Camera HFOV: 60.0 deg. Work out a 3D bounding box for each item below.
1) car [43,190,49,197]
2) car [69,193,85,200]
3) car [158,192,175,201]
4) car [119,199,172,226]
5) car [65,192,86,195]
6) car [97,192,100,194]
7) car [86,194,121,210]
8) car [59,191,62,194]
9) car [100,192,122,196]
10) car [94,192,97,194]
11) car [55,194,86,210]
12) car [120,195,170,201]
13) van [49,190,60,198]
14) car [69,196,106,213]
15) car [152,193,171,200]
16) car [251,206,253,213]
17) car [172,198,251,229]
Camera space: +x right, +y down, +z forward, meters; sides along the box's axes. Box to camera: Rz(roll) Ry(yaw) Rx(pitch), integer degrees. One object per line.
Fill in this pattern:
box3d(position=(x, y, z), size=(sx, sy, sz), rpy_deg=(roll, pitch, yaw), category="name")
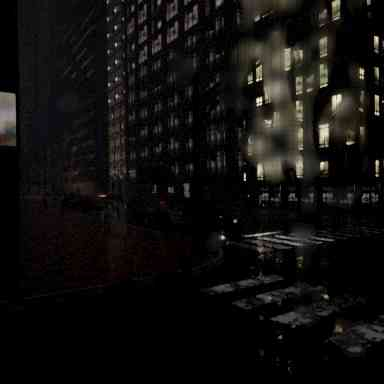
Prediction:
box3d(position=(-35.712, 0.688, 84.621), size=(2.008, 1.369, 4.403), rpy_deg=(-1, 1, -35), category="car")
box3d(position=(-22.903, 0.889, 66.045), size=(1.887, 1.381, 4.507), rpy_deg=(-1, 1, -35), category="car")
box3d(position=(-3.688, 0.963, 38.177), size=(2.192, 1.841, 5.009), rpy_deg=(-1, 1, -35), category="car")
box3d(position=(-2.930, 1.455, 22.371), size=(2.008, 1.369, 4.403), rpy_deg=(-1, 1, -35), category="car")
box3d(position=(-15.912, 1.132, 45.782), size=(1.837, 1.490, 4.892), rpy_deg=(-1, 1, -34), category="car")
box3d(position=(-15.992, 0.795, 56.750), size=(2.097, 1.767, 4.553), rpy_deg=(-1, 1, -35), category="car")
box3d(position=(-10.035, 1.246, 37.189), size=(1.812, 1.442, 4.674), rpy_deg=(-1, 1, -35), category="car")
box3d(position=(-26.105, 0.733, 70.688), size=(1.967, 1.590, 4.097), rpy_deg=(-1, 1, -35), category="car")
box3d(position=(-12.007, 1.009, 51.033), size=(1.837, 1.490, 4.892), rpy_deg=(-1, 1, -35), category="car")
box3d(position=(-17.736, 1.052, 53.994), size=(2.033, 1.411, 5.357), rpy_deg=(-1, 1, -35), category="car")
box3d(position=(-13.766, 1.289, 38.034), size=(2.008, 1.369, 4.403), rpy_deg=(-1, 1, -35), category="car")
box3d(position=(-4.185, 1.315, 28.689), size=(1.837, 1.490, 4.892), rpy_deg=(-1, 1, -35), category="car")
box3d(position=(-32.510, 0.531, 79.974), size=(1.690, 1.788, 3.998), rpy_deg=(-1, 1, -35), category="van")
box3d(position=(-10.562, 1.354, 33.390), size=(1.947, 1.339, 4.313), rpy_deg=(-1, 1, -35), category="car")
box3d(position=(-4.485, 1.217, 34.759), size=(1.837, 1.490, 4.892), rpy_deg=(-1, 1, -35), category="car")
box3d(position=(3.064, 1.278, 28.322), size=(1.752, 1.417, 4.829), rpy_deg=(-1, 1, -35), category="car")
box3d(position=(1.085, 1.382, 21.034), size=(2.128, 1.511, 4.902), rpy_deg=(-1, 1, -34), category="car")
